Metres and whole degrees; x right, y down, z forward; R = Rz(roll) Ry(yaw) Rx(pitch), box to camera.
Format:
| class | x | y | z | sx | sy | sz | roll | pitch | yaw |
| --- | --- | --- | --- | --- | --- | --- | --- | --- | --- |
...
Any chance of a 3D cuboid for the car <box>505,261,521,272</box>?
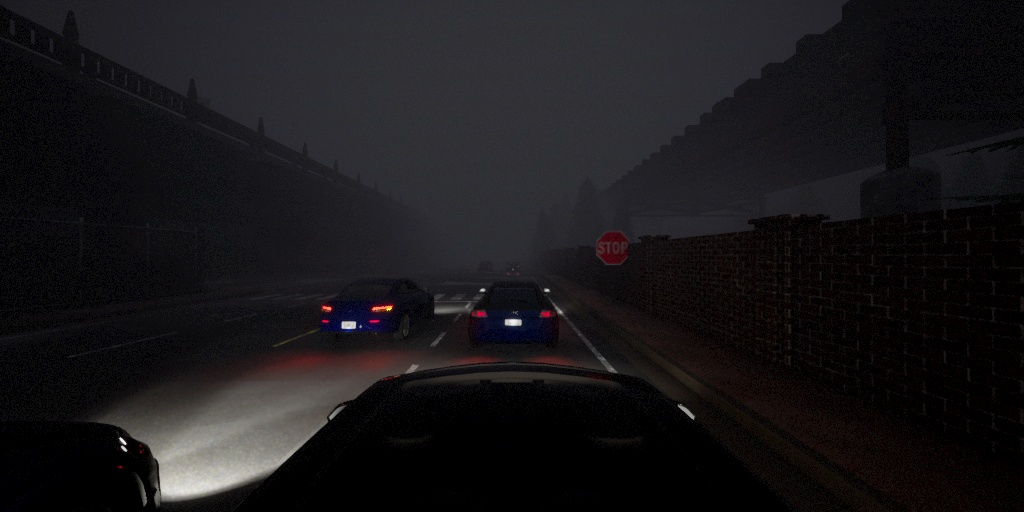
| class | x | y | z | sx | sy | sz | roll | pitch | yaw |
| --- | --- | --- | --- | --- | --- | --- | --- | --- | --- |
| car | 0.096 | 1.351 | 46.082 | 1.895 | 1.301 | 4.718 | 0 | 0 | -1 |

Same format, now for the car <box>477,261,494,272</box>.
| class | x | y | z | sx | sy | sz | roll | pitch | yaw |
| --- | --- | --- | --- | --- | --- | --- | --- | --- | --- |
| car | -3.399 | 1.297 | 45.914 | 2.033 | 1.411 | 5.357 | 0 | 0 | -1 |

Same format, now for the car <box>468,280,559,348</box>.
| class | x | y | z | sx | sy | sz | roll | pitch | yaw |
| --- | --- | --- | --- | --- | --- | --- | --- | --- | --- |
| car | 0.069 | 1.314 | 9.263 | 1.994 | 1.385 | 4.181 | 0 | 0 | 1 |

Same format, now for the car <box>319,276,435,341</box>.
| class | x | y | z | sx | sy | sz | roll | pitch | yaw |
| --- | --- | --- | --- | --- | --- | --- | --- | --- | --- |
| car | -3.413 | 1.276 | 9.786 | 1.812 | 1.442 | 4.674 | 0 | 0 | 0 |

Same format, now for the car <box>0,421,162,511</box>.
| class | x | y | z | sx | sy | sz | roll | pitch | yaw |
| --- | --- | --- | --- | --- | --- | --- | --- | --- | --- |
| car | -3.398 | 1.314 | 0.690 | 1.994 | 1.385 | 4.181 | 0 | 0 | 0 |
